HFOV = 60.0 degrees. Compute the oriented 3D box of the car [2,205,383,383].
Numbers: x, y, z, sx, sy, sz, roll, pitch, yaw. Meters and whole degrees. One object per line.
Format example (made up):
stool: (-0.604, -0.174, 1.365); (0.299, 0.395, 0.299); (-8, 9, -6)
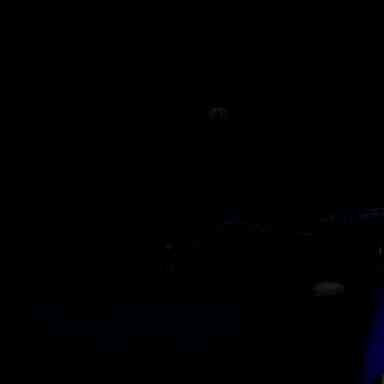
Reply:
car: (1.025, 1.221, 3.802); (5.566, 2.045, 2.150); (0, 0, -36)
